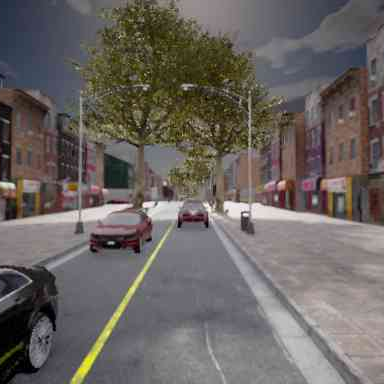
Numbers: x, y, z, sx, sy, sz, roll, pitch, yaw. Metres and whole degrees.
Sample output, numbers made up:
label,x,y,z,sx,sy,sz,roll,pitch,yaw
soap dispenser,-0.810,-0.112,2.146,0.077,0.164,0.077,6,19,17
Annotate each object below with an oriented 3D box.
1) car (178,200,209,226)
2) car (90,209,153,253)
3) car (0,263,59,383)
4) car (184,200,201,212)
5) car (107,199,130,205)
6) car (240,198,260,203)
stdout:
label,x,y,z,sx,sy,sz,roll,pitch,yaw
car,0.088,1.427,23.818,2.097,1.767,4.553,0,0,0
car,-2.794,1.515,14.066,1.882,1.535,5.008,0,0,0
car,-2.818,1.499,2.856,2.128,1.511,4.902,0,0,0
car,0.090,1.735,41.829,1.994,1.385,4.181,0,0,0
car,-14.861,2.002,67.270,4.507,1.381,1.887,-1,-1,0
car,12.152,1.687,67.457,4.829,1.417,1.752,-1,-1,0
